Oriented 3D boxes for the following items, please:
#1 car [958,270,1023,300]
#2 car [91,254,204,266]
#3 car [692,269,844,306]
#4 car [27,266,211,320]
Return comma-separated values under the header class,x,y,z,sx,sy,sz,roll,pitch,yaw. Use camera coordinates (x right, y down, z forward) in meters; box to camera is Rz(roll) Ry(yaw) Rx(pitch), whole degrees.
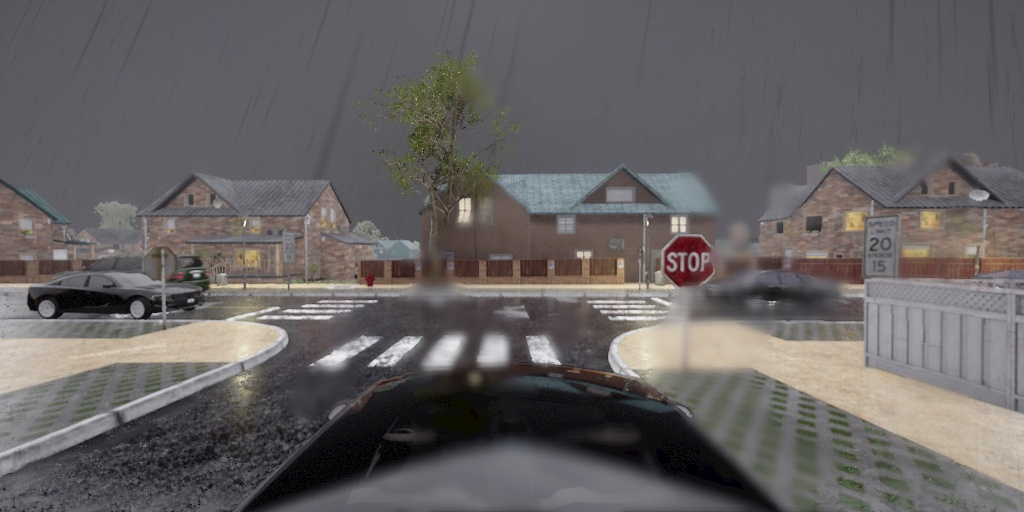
class,x,y,z,sx,sy,sz,roll,pitch,yaw
car,21.041,1.279,15.003,4.181,1.385,1.994,0,1,0
car,-16.428,0.943,15.610,5.566,2.045,2.150,0,1,-1
car,10.631,1.267,15.084,5.357,1.411,2.033,0,1,1
car,-13.589,1.271,12.473,5.008,1.535,1.882,0,1,2
